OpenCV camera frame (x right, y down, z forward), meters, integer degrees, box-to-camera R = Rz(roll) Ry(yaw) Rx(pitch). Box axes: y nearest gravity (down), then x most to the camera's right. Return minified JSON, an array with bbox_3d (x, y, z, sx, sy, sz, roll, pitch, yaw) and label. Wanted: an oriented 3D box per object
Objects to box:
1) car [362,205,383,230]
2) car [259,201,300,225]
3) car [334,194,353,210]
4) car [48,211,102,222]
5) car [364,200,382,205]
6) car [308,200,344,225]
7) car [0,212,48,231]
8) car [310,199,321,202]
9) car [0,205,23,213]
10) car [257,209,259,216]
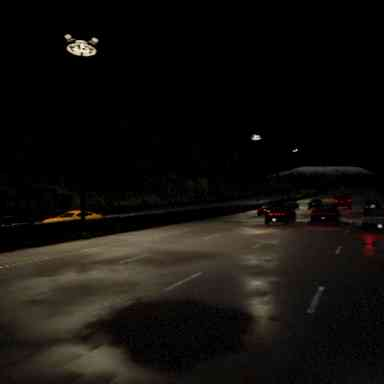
[{"bbox_3d":[12.099,1.730,21.560,1.895,1.301,4.718,-2,-1,28],"label":"car"},{"bbox_3d":[7.434,1.851,27.712,1.837,1.490,4.892,-2,0,28],"label":"car"},{"bbox_3d":[21.086,1.361,46.460,2.150,2.045,5.566,-2,-1,27],"label":"car"},{"bbox_3d":[-9.240,2.239,26.186,1.882,1.535,5.008,-2,-1,28],"label":"car"},{"bbox_3d":[20.839,1.632,38.360,2.033,1.411,5.357,-2,0,27],"label":"car"},{"bbox_3d":[10.655,1.714,26.327,1.882,1.535,5.008,-2,-1,28],"label":"car"},{"bbox_3d":[-11.883,2.260,20.966,1.812,1.442,4.674,-2,-1,27],"label":"car"},{"bbox_3d":[18.033,1.752,48.155,1.837,1.490,4.892,-2,0,27],"label":"car"},{"bbox_3d":[-18.559,2.305,31.032,2.150,2.045,5.566,-2,-1,28],"label":"car"},{"bbox_3d":[8.903,1.995,38.100,1.994,1.385,4.181,-2,-1,27],"label":"car"}]
